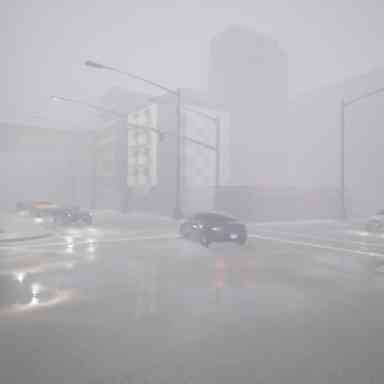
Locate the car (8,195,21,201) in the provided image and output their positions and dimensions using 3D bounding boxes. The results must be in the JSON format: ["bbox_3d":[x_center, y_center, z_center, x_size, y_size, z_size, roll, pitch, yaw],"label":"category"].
[{"bbox_3d":[-39.354,1.540,75.157,4.974,1.542,2.038,0,0,35],"label":"car"}]

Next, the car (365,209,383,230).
[{"bbox_3d":[13.406,1.805,22.106,4.674,1.442,1.812,1,-1,-35],"label":"car"}]

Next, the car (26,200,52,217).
[{"bbox_3d":[-14.511,1.530,32.576,1.882,1.535,5.008,1,0,-35],"label":"car"}]

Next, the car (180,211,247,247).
[{"bbox_3d":[0.905,1.612,15.450,1.812,1.442,4.674,1,0,-19],"label":"car"}]

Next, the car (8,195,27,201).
[{"bbox_3d":[-39.396,1.382,75.187,4.536,1.218,1.853,0,0,35],"label":"car"}]

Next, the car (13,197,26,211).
[{"bbox_3d":[-20.222,1.617,40.751,1.994,1.385,4.181,1,0,-34],"label":"car"}]

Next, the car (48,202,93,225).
[{"bbox_3d":[-8.859,1.652,24.504,1.895,1.301,4.718,1,0,-35],"label":"car"}]

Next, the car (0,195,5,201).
[{"bbox_3d":[-42.945,1.352,73.072,1.853,1.218,4.536,0,0,-10],"label":"car"}]

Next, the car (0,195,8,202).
[{"bbox_3d":[-42.937,1.510,73.020,2.038,1.542,4.974,0,0,-10],"label":"car"}]
